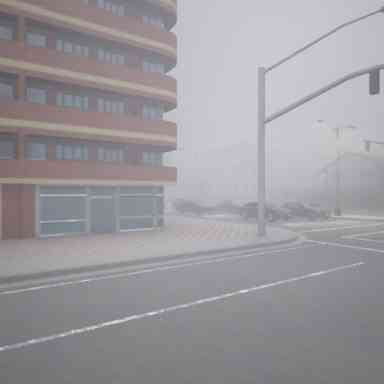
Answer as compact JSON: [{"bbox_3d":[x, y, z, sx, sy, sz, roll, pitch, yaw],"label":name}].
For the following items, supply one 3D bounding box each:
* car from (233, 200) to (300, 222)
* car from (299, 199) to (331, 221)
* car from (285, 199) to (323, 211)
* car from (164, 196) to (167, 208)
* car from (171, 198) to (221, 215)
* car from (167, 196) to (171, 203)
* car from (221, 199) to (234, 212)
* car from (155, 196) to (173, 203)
[{"bbox_3d":[5.828,1.505,26.696,1.837,1.490,4.892,0,0,-34],"label":"car"},{"bbox_3d":[9.264,1.526,27.901,1.812,1.442,4.674,0,0,-34],"label":"car"},{"bbox_3d":[13.938,1.564,41.732,1.994,1.385,4.181,0,0,-35],"label":"car"},{"bbox_3d":[-5.407,1.547,43.025,2.033,1.411,5.357,0,0,-34],"label":"car"},{"bbox_3d":[0.306,1.545,34.726,2.033,1.411,5.357,0,0,-34],"label":"car"},{"bbox_3d":[-0.854,1.505,42.582,1.837,1.490,4.892,0,0,-35],"label":"car"},{"bbox_3d":[4.329,1.526,35.072,1.812,1.442,4.674,0,0,-34],"label":"car"},{"bbox_3d":[-5.988,1.562,70.631,1.994,1.385,4.181,0,0,-35],"label":"car"}]
